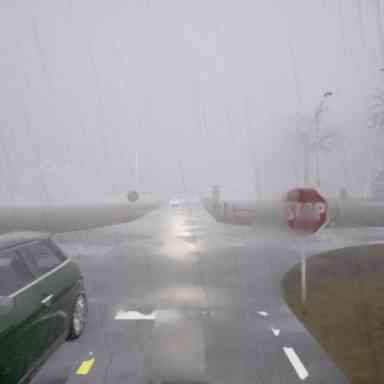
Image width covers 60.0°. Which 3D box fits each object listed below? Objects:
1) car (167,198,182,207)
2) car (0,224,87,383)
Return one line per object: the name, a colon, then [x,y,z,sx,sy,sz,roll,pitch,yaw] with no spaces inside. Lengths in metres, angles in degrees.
car: [-2.714,1.654,52.758,1.812,1.442,4.674,0,1,0]
car: [-2.749,1.354,3.492,2.097,1.767,4.553,0,0,0]
